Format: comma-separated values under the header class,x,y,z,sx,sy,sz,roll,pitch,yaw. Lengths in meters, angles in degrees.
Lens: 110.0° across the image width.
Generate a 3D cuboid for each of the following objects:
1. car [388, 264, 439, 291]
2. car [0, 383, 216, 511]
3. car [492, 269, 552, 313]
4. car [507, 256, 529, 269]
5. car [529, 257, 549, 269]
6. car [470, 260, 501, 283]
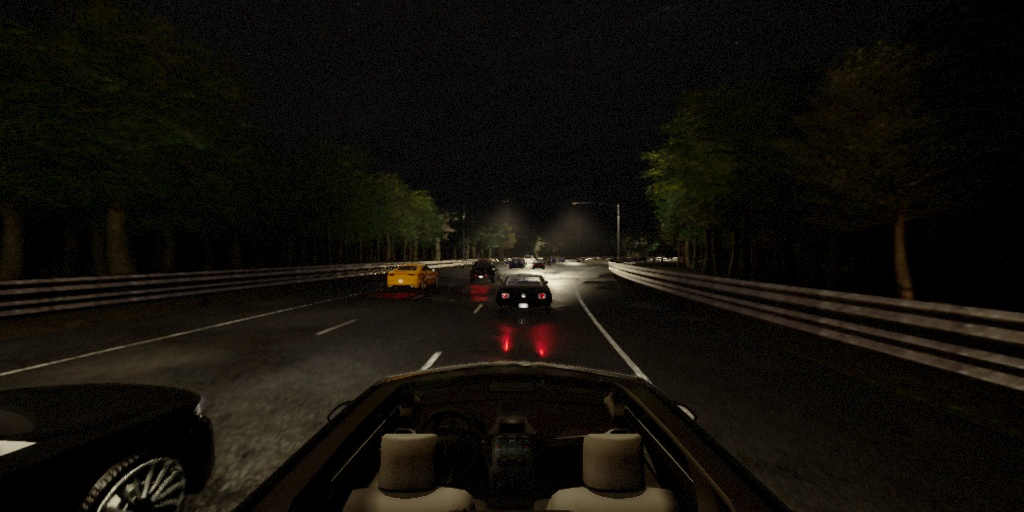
class,x,y,z,sx,sy,sz,roll,pitch,yaw
car,-5.996,1.233,22.313,1.882,1.535,5.008,0,0,4
car,-3.290,1.235,0.835,2.128,1.511,4.902,0,0,1
car,0.494,1.360,14.127,1.895,1.301,4.718,0,0,3
car,0.944,1.087,55.767,2.097,1.767,4.553,0,0,8
car,4.147,1.289,54.284,2.033,1.411,5.357,0,0,8
car,-2.046,1.268,28.146,1.837,1.490,4.892,0,-1,4
